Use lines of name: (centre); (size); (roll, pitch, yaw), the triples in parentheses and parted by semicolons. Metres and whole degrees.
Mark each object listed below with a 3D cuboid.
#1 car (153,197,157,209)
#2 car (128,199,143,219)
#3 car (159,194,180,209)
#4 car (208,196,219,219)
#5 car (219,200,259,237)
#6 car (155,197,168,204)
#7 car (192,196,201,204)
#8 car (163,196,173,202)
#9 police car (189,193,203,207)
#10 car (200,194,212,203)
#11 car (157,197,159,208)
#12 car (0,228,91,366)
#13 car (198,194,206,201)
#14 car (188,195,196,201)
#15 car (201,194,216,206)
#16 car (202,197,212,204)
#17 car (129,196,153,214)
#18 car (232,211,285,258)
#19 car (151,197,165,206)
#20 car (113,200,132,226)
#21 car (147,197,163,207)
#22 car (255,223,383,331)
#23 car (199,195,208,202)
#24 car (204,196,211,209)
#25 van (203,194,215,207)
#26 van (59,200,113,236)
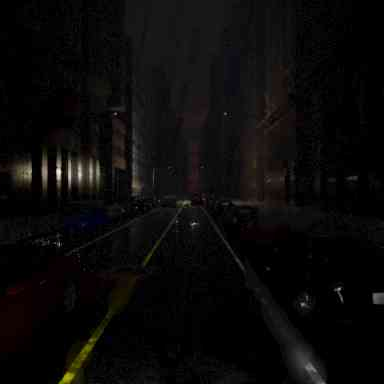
car: (-5.755, 1.594, 40.456); (1.802, 1.307, 4.206); (0, 0, 0)
car: (-5.758, 1.590, 29.251); (1.802, 1.307, 4.206); (0, 0, 0)
car: (-3.075, 1.492, 45.880); (1.882, 1.535, 5.008); (0, 0, 0)
car: (2.767, 1.448, 29.264); (1.967, 1.590, 4.097); (0, 0, 0)
car: (2.765, 1.444, 18.061); (1.967, 1.590, 4.097); (0, 0, 0)
car: (-5.751, 1.593, 62.863); (1.947, 1.339, 4.313); (0, 0, 0)
car: (0.916, 1.557, 68.009); (1.812, 1.442, 4.674); (0, 0, 0)
car: (-5.747, 1.588, 79.670); (1.887, 1.381, 4.507); (0, 0, 0)
police car: (0.912, 1.444, 52.119); (1.930, 1.638, 5.238); (0, 0, 0)
car: (2.775, 1.347, 68.476); (2.192, 1.841, 5.009); (0, 0, 0)
car: (-5.755, 1.455, 46.057); (1.967, 1.590, 4.097); (0, 0, 0)
car: (-3.099, 1.526, 4.704); (1.812, 1.442, 4.674); (0, 0, 0)
car: (2.780, 1.495, 90.883); (1.967, 1.590, 4.097); (0, 0, 0)
car: (0.020, 1.540, 87.129); (1.994, 1.385, 4.181); (0, 0, 0)
car: (2.772, 1.337, 57.273); (2.192, 1.841, 5.009); (0, 0, 0)
car: (2.775, 1.608, 62.875); (1.802, 1.307, 4.206); (0, 0, 0)
car: (-5.757, 1.325, 34.854); (2.192, 1.841, 5.009); (0, 0, 0)
car: (2.764, 1.584, 12.460); (1.802, 1.307, 4.206); (0, 0, 0)
car: (-5.752, 1.588, 57.262); (1.947, 1.339, 4.313); (0, 0, 0)
car: (-5.759, 1.531, 23.480); (1.752, 1.417, 4.829); (0, 0, 0)
car: (-5.753, 1.569, 51.660); (2.008, 1.369, 4.403); (0, 0, 0)
car: (2.762, 1.567, 6.857); (1.947, 1.339, 4.313); (0, 0, 0)
car: (2.778, 1.483, 79.680); (1.967, 1.590, 4.097); (0, 0, 0)
car: (2.769, 1.537, 40.638); (1.752, 1.417, 4.829); (0, 0, 0)
van: (2.770, 1.356, 46.070); (1.690, 1.788, 3.998); (0, 0, 0)
van: (-5.761, 1.345, 18.047); (1.690, 1.788, 3.998); (0, 0, 0)
